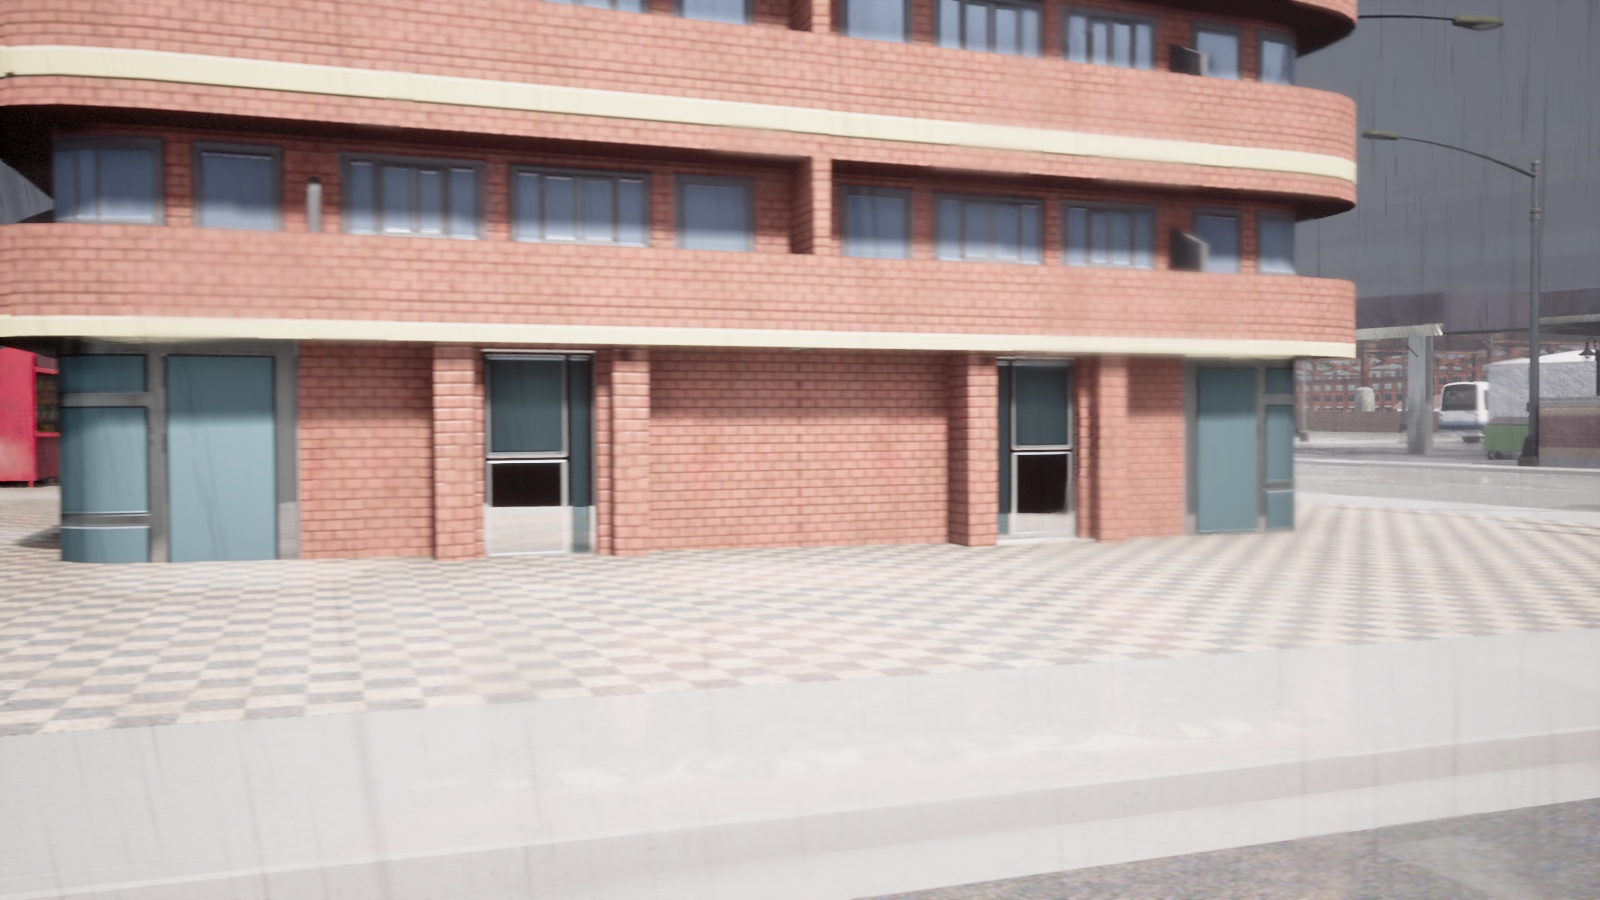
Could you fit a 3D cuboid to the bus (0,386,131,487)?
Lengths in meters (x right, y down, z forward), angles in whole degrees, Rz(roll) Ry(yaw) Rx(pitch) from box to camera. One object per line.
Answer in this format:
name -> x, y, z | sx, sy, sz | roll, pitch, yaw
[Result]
bus -> -35.358, -0.566, 54.886 | 10.273, 4.253, 3.944 | -2, 1, -21
